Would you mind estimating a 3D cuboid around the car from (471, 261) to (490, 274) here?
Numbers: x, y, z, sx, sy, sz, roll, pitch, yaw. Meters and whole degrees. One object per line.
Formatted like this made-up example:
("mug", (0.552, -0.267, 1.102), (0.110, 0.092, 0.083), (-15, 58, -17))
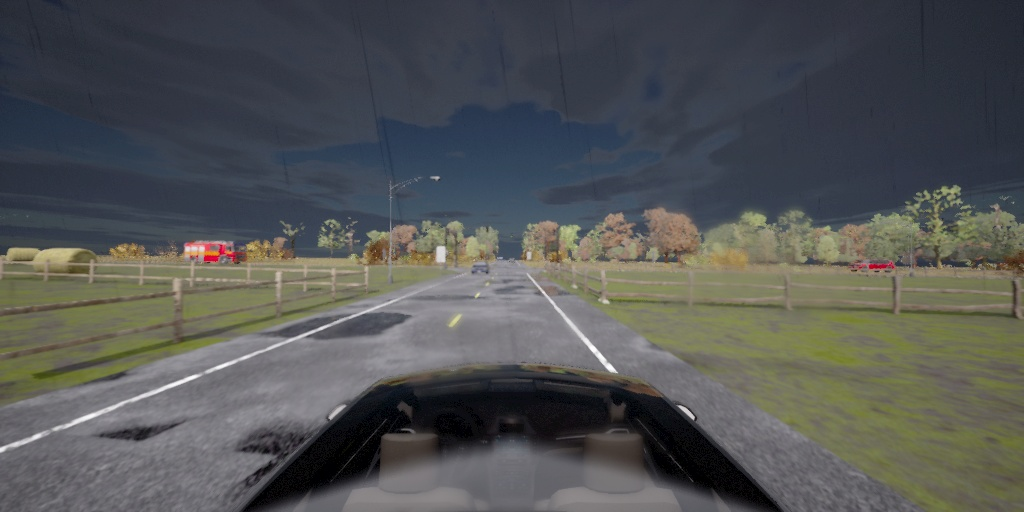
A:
("car", (-3.522, 1.322, 41.126), (2.033, 1.411, 5.357), (0, 0, 0))
